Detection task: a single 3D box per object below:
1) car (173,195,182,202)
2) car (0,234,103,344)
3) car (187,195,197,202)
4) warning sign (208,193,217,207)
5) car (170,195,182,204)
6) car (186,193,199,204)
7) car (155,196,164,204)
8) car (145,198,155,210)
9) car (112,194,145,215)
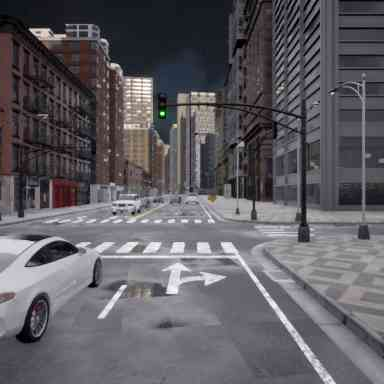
[{"bbox_3d":[-3.236,1.488,73.709,1.837,1.490,4.892,0,0,0],"label":"car"},{"bbox_3d":[-3.151,1.528,6.314,1.812,1.442,4.674,0,0,2],"label":"car"},{"bbox_3d":[0.005,1.412,72.837,2.033,1.411,5.357,0,0,0],"label":"car"},{"bbox_3d":[2.851,1.116,46.323,1.300,1.860,1.060,0,0,0],"label":"warning sign"},{"bbox_3d":[-3.143,1.539,63.113,2.033,1.411,5.357,0,0,0],"label":"car"},{"bbox_3d":[0.051,1.213,62.333,2.150,2.045,5.566,0,0,0],"label":"car"},{"bbox_3d":[-6.527,1.539,64.814,2.033,1.411,5.357,0,0,0],"label":"car"},{"bbox_3d":[-6.596,1.492,44.074,2.128,1.511,4.902,0,0,0],"label":"car"},{"bbox_3d":[-6.602,1.229,34.056,2.150,2.045,5.566,0,0,0],"label":"car"}]
